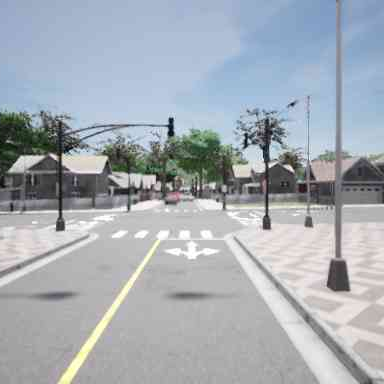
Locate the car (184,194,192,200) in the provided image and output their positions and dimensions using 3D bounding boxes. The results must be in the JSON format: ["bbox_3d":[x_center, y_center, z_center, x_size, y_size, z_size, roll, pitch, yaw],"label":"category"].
[{"bbox_3d":[-1.116,1.247,85.746,1.994,1.385,4.181,0,0,-1],"label":"car"}]

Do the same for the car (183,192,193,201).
[{"bbox_3d":[-0.950,1.085,75.357,2.150,2.045,5.566,0,0,-1],"label":"car"}]

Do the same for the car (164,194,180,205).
[{"bbox_3d":[-3.416,1.490,53.913,1.895,1.301,4.718,0,0,0],"label":"car"}]

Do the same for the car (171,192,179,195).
[{"bbox_3d":[-3.603,1.099,69.264,2.150,2.045,5.566,0,0,-1],"label":"car"}]
